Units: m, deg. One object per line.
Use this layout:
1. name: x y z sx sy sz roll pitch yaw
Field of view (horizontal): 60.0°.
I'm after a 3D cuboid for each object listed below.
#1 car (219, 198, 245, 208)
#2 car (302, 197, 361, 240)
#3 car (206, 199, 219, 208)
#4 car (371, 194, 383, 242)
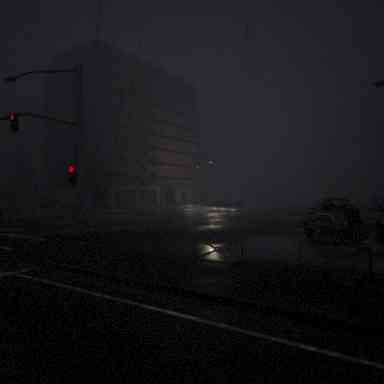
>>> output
1. car: 6.829 1.757 53.736 1.882 1.535 5.008 -1 -1 35
2. car: 7.020 1.195 16.434 1.932 1.855 4.605 -1 0 34
3. car: 4.112 1.843 55.959 1.812 1.442 4.674 -1 -1 34
4. car: 9.380 1.166 14.759 1.905 1.878 3.866 -1 0 34
